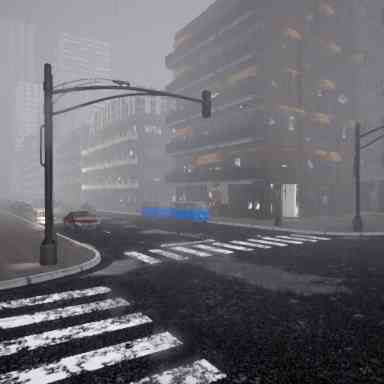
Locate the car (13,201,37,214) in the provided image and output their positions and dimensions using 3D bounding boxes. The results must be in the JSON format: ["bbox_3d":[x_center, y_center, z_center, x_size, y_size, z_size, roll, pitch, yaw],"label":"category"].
[{"bbox_3d":[-22.644,2.243,45.094,1.802,1.307,4.206,-1,0,-33],"label":"car"}]

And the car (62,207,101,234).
[{"bbox_3d":[-7.263,1.874,21.687,1.802,1.307,4.206,-1,0,-33],"label":"car"}]

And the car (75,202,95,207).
[{"bbox_3d":[-15.652,2.211,49.654,1.802,1.307,4.206,-1,0,-33],"label":"car"}]

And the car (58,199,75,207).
[{"bbox_3d":[-21.899,2.304,59.159,1.752,1.417,4.829,-1,0,-33],"label":"car"}]

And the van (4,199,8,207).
[{"bbox_3d":[-31.877,2.224,59.138,1.690,1.788,3.998,-1,0,-33],"label":"van"}]

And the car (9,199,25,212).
[{"bbox_3d":[-25.723,2.175,49.775,1.967,1.590,4.097,-1,0,-33],"label":"car"}]

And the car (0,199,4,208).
[{"bbox_3d":[-38.049,2.346,68.489,2.192,1.841,5.009,-1,0,-33],"label":"car"}]

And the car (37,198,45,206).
[{"bbox_3d":[-34.114,2.388,77.743,2.192,1.841,5.009,-1,0,-33],"label":"car"}]

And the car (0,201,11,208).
[{"bbox_3d":[-41.134,2.656,73.160,2.008,1.369,4.403,-1,0,-33],"label":"car"}]

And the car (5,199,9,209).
[{"bbox_3d":[-28.796,2.359,54.457,2.008,1.369,4.403,-1,0,-33],"label":"car"}]

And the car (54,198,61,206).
[{"bbox_3d":[-27.962,2.240,68.380,2.192,1.841,5.009,-1,0,-33],"label":"car"}]

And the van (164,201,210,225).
[{"bbox_3d":[-0.277,1.602,26.247,1.690,1.788,3.998,-1,0,-33],"label":"van"}]

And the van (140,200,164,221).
[{"bbox_3d":[-3.353,1.675,30.929,1.690,1.788,3.998,-1,0,-33],"label":"van"}]
